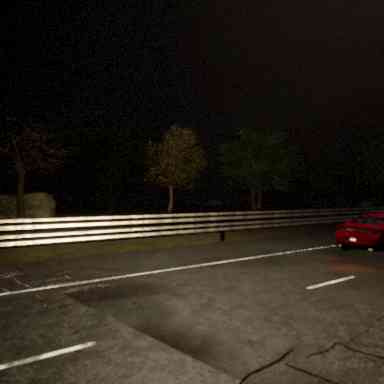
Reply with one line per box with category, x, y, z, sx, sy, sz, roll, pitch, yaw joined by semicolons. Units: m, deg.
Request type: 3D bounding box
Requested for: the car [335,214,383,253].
car;7.956;1.634;13.707;5.008;1.535;1.882;1;0;-35
